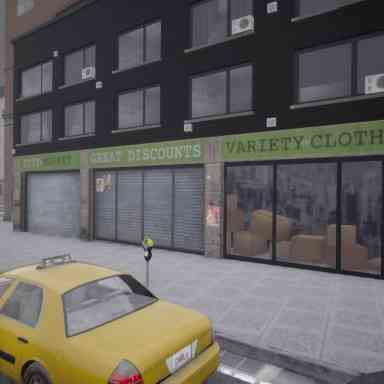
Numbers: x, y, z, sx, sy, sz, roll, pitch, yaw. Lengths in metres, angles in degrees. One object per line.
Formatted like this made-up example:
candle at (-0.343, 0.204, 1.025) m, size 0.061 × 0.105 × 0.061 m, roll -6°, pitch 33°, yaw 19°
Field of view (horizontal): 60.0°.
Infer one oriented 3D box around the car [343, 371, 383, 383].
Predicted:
car at (2.717, 1.551, 1.156) m, size 4.403 × 1.369 × 2.008 m, roll 0°, pitch 1°, yaw 35°

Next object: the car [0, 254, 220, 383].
car at (-1.975, 1.524, 4.491) m, size 4.829 × 1.417 × 1.752 m, roll 0°, pitch 1°, yaw 35°
